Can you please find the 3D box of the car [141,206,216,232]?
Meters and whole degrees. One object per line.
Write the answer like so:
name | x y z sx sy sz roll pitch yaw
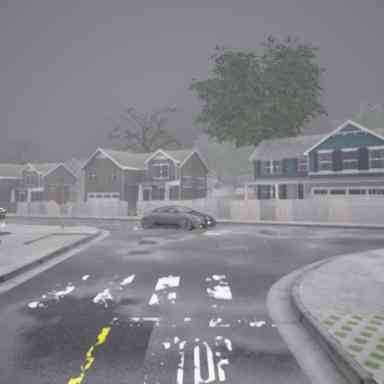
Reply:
car | -0.793 1.437 18.256 4.181 1.385 1.994 -1 -1 34

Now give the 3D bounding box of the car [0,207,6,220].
car | -18.670 1.632 29.666 4.553 1.767 2.097 -2 -2 31
